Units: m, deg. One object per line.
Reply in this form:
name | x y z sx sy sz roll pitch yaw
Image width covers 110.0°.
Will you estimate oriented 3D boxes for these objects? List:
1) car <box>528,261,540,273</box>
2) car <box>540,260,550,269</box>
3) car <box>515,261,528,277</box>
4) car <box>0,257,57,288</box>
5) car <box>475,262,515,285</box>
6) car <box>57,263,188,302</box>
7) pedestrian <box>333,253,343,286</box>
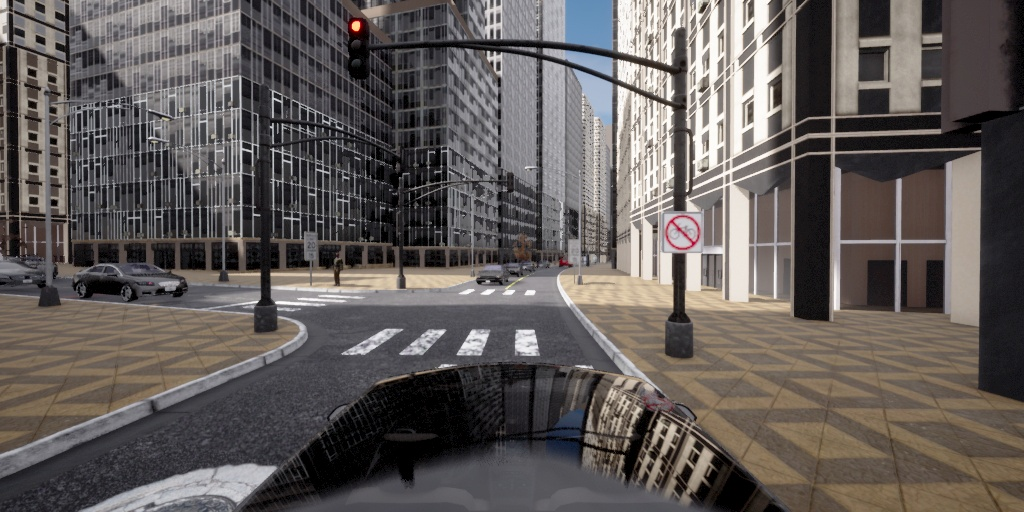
car | 1.909 1.355 46.866 2.128 1.511 4.902 0 0 11
car | 5.404 1.450 61.721 2.128 1.511 4.902 0 0 15
car | 0.090 1.363 36.787 2.033 1.411 5.357 0 0 9
car | -25.921 0.940 18.198 4.674 1.442 1.812 1 1 17
car | -1.300 1.327 26.766 2.033 1.411 5.357 0 0 7
car | -16.362 1.043 15.395 4.902 1.511 2.128 1 1 16
pedestrian | -9.513 0.716 19.490 0.375 1.860 0.375 0 0 16
